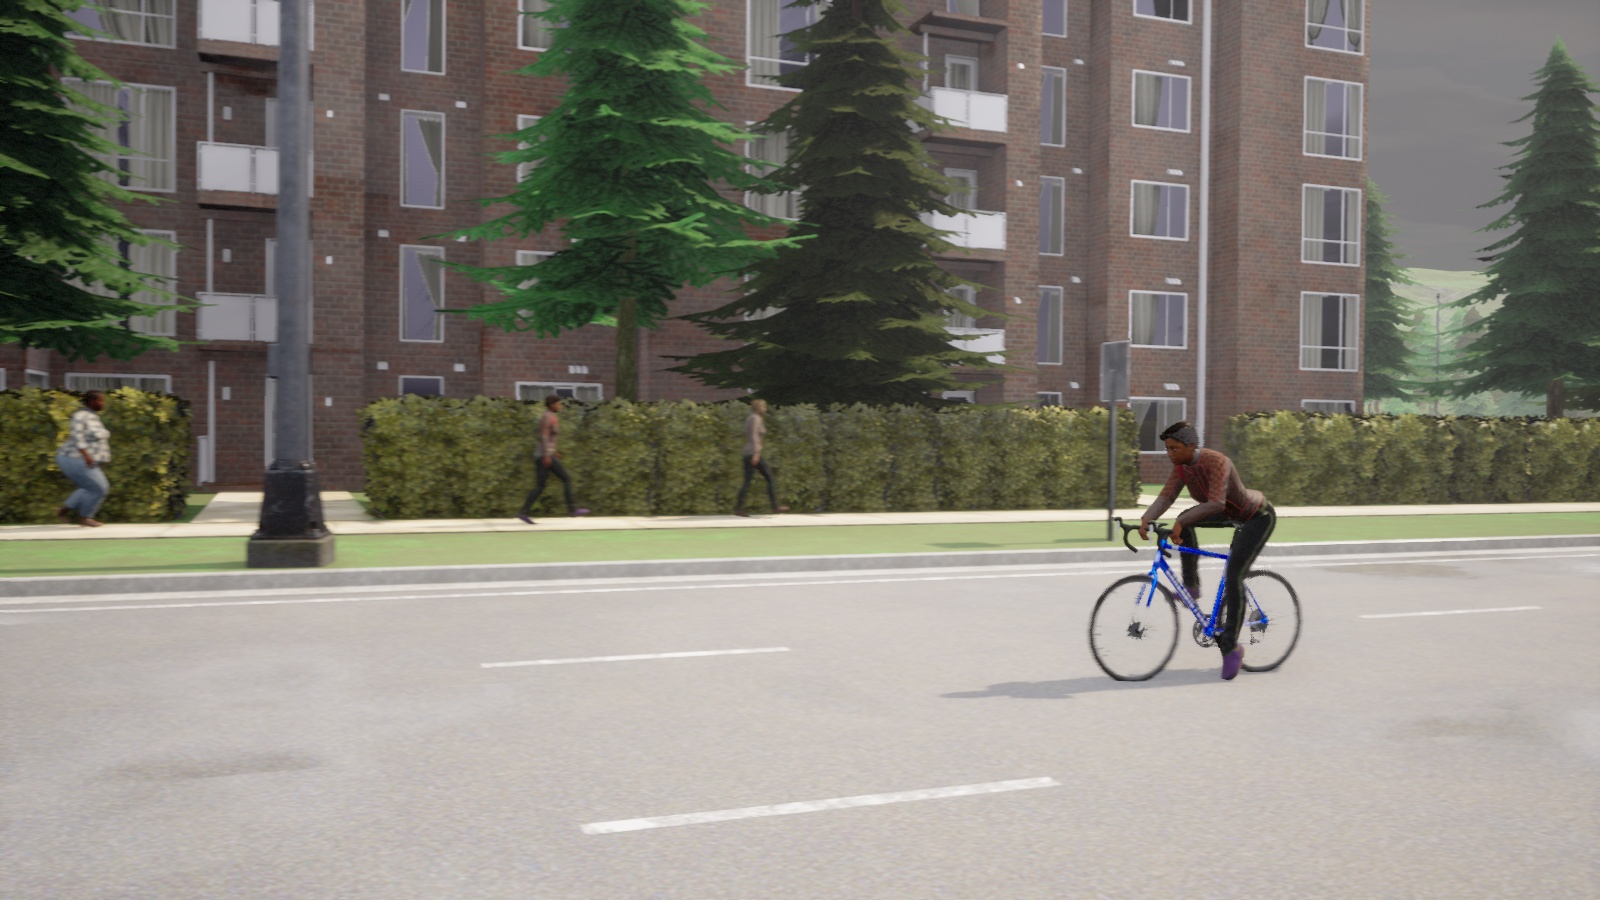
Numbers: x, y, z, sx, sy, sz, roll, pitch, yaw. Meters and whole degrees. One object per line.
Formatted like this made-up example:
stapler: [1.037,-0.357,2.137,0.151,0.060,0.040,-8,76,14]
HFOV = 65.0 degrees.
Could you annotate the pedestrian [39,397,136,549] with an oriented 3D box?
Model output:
pedestrian: [-8.999,0.266,15.894,0.900,1.855,0.874,-1,1,-20]

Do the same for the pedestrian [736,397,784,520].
pedestrian: [-0.609,0.123,19.094,0.634,1.846,0.331,-1,1,-20]

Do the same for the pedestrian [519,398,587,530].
pedestrian: [-3.436,0.180,17.473,0.869,1.805,0.328,-1,1,-21]

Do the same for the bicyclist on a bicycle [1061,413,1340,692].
bicyclist on a bicycle: [2.539,0.594,7.946,1.656,1.620,0.582,-1,1,-21]
